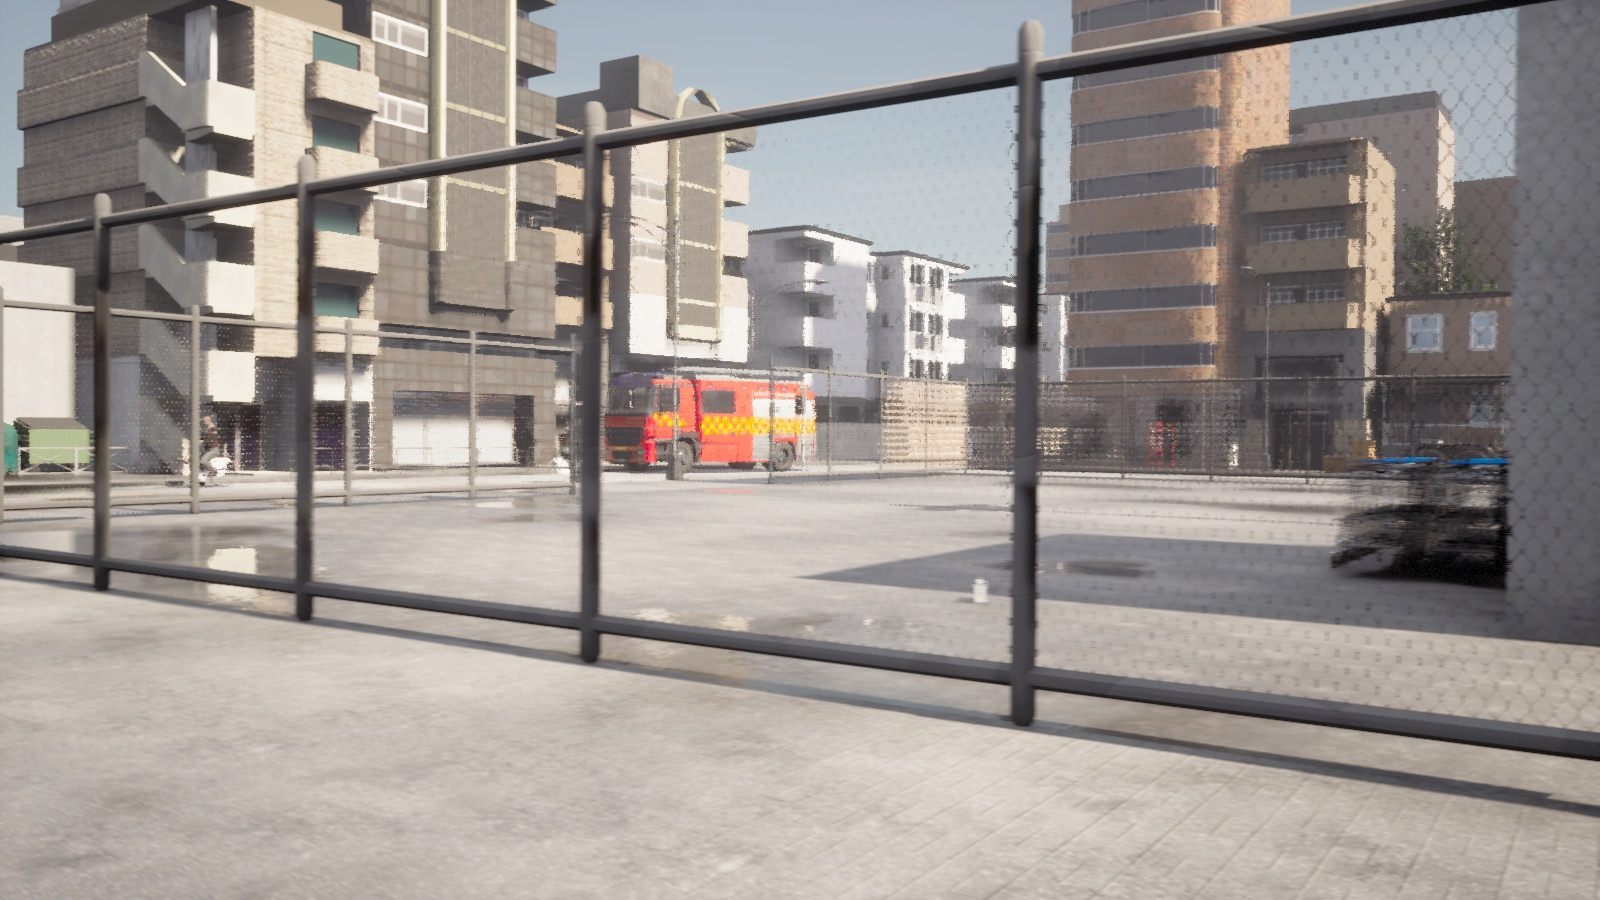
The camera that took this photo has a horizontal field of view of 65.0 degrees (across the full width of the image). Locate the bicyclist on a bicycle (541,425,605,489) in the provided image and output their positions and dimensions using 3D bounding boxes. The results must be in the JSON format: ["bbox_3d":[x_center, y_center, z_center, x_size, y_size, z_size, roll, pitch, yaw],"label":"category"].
[{"bbox_3d":[-6.402,0.175,35.535,0.659,1.776,1.843,0,1,34],"label":"bicyclist on a bicycle"}]

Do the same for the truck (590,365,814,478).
[{"bbox_3d":[-3.474,-1.041,46.834,2.891,3.827,8.468,0,1,45],"label":"truck"}]

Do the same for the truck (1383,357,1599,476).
[{"bbox_3d":[22.635,-0.985,38.814,7.936,3.462,2.891,0,1,36],"label":"truck"}]

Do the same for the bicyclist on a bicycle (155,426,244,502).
[{"bbox_3d":[-14.552,0.318,30.473,0.659,1.776,1.843,0,1,33],"label":"bicyclist on a bicycle"}]
